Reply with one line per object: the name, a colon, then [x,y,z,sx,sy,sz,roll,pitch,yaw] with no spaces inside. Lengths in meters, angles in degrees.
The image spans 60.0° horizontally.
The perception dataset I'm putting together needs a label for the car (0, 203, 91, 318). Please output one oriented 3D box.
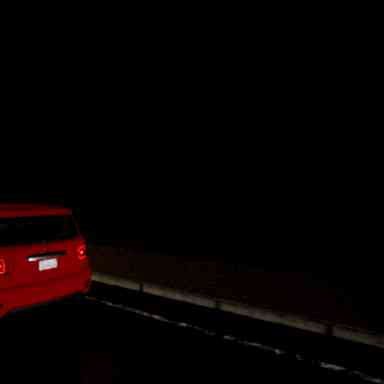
car: [-4.472,1.253,6.865,5.566,2.045,2.150,0,0,36]
